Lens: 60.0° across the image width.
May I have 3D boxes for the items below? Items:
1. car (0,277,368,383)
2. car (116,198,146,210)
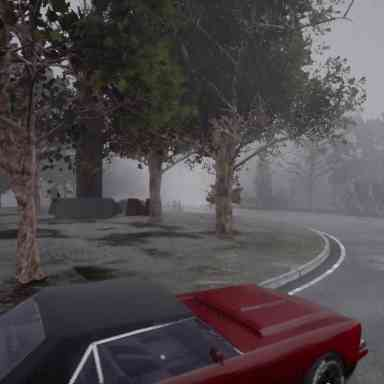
[{"bbox_3d":[-0.440,1.601,3.278,4.718,1.301,1.895,0,0,-30],"label":"car"},{"bbox_3d":[-7.654,1.476,38.814,5.008,1.535,1.882,0,-1,10],"label":"car"}]
